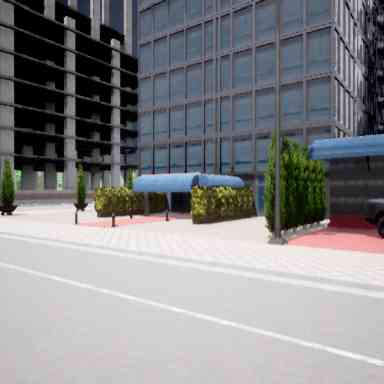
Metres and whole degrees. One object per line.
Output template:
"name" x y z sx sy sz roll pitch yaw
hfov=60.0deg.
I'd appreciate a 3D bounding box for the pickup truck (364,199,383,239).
"pickup truck" 10.097 1.024 12.785 2.390 2.098 6.274 0 0 -24
